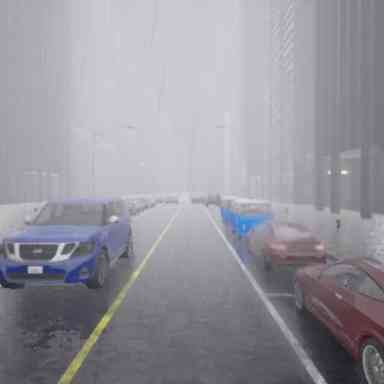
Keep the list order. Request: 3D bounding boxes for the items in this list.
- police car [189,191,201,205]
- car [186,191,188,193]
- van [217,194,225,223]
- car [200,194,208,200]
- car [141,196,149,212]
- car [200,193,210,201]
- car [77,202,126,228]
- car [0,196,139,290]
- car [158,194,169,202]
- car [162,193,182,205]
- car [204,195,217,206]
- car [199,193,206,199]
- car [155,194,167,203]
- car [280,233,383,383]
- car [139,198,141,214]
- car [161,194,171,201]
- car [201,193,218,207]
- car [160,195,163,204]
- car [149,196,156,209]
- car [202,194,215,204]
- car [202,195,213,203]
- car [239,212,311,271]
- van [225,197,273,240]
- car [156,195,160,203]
[{"bbox_3d":[0.931,1.136,52.799,1.930,1.638,5.238,0,0,0],"label":"police car"},{"bbox_3d":[0.052,0.995,87.425,2.128,1.511,4.902,0,0,0],"label":"car"},{"bbox_3d":[2.775,1.221,21.771,1.690,1.788,3.998,0,0,0],"label":"van"},{"bbox_3d":[2.809,1.150,78.548,1.947,1.339,4.313,0,0,0],"label":"car"},{"bbox_3d":[-5.743,1.343,32.959,1.752,1.417,4.829,0,0,0],"label":"car"},{"bbox_3d":[2.805,1.051,72.869,1.967,1.590,4.097,0,0,0],"label":"car"},{"bbox_3d":[-5.750,1.430,21.775,2.008,1.369,4.403,0,0,0],"label":"car"},{"bbox_3d":[-3.094,1.169,9.325,2.150,2.045,5.566,0,0,0],"label":"car"},{"bbox_3d":[-5.723,1.182,67.192,1.887,1.381,4.507,0,0,0],"label":"car"},{"bbox_3d":[-3.045,1.282,51.255,1.994,1.385,4.181,0,0,0],"label":"car"},{"bbox_3d":[2.792,1.249,50.330,1.752,1.417,4.829,0,0,0],"label":"car"},{"bbox_3d":[2.815,0.970,89.901,1.967,1.590,4.097,0,0,0],"label":"car"},{"bbox_3d":[-5.727,1.192,61.345,1.752,1.417,4.829,0,0,0],"label":"car"},{"bbox_3d":[2.765,1.555,4.739,1.802,1.307,4.206,0,0,0],"label":"car"},{"bbox_3d":[-5.746,1.288,27.451,1.967,1.590,4.097,0,0,0],"label":"car"},{"bbox_3d":[-5.720,1.176,72.870,1.947,1.339,4.313,0,0,0],"label":"car"},{"bbox_3d":[2.789,1.070,44.480,2.192,1.841,5.009,0,0,0],"label":"car"},{"bbox_3d":[-5.730,1.239,55.838,1.887,1.381,4.507,0,0,0],"label":"car"},{"bbox_3d":[-5.740,1.351,38.807,1.947,1.339,4.313,0,0,0],"label":"car"},{"bbox_3d":[2.795,1.135,55.837,1.967,1.590,4.097,0,0,0],"label":"car"},{"bbox_3d":[2.799,1.211,61.515,1.887,1.381,4.507,0,0,0],"label":"car"},{"bbox_3d":[2.769,1.524,10.417,1.802,1.307,4.206,0,0,0],"label":"car"},{"bbox_3d":[2.772,1.252,16.093,1.690,1.788,3.998,0,0,0],"label":"van"},{"bbox_3d":[-5.736,1.281,44.313,1.752,1.417,4.829,0,0,0],"label":"car"}]
